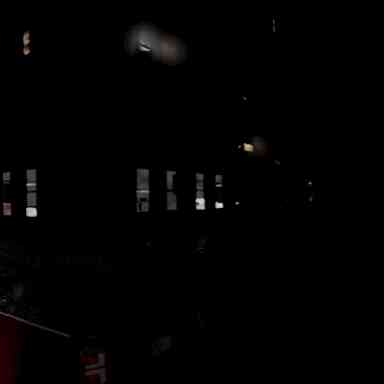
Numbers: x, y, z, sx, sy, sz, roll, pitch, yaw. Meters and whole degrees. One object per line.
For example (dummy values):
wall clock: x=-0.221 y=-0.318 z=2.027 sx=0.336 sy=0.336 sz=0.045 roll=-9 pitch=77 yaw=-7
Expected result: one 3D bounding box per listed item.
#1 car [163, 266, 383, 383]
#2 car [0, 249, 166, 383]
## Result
car: x=2.543 y=1.309 z=1.082 sx=5.009 sy=1.841 sz=2.192 roll=0 pitch=-1 yaw=36
car: x=-1.860 y=1.458 z=4.220 sx=4.097 sy=1.590 sz=1.967 roll=0 pitch=-1 yaw=36
